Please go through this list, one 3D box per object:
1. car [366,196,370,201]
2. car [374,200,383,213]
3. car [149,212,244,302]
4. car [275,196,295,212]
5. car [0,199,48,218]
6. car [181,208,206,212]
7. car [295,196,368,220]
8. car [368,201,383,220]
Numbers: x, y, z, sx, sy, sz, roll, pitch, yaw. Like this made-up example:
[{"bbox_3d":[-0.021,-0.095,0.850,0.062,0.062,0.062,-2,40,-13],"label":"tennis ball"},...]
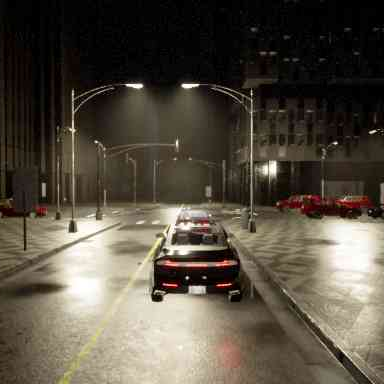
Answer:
[{"bbox_3d":[17.693,1.353,37.692,5.009,1.841,2.192,0,1,0],"label":"car"},{"bbox_3d":[23.334,1.633,37.720,4.313,1.339,1.947,0,1,0],"label":"car"},{"bbox_3d":[0.087,1.490,8.223,2.128,1.511,4.902,0,0,0],"label":"car"},{"bbox_3d":[12.050,1.325,37.666,5.009,1.841,2.192,0,1,0],"label":"car"},{"bbox_3d":[-14.963,1.567,29.021,4.507,1.381,1.887,0,1,0],"label":"car"},{"bbox_3d":[0.074,1.550,17.932,2.033,1.411,5.357,0,0,0],"label":"car"},{"bbox_3d":[12.078,1.463,29.142,5.009,1.841,2.192,0,1,0],"label":"car"},{"bbox_3d":[17.721,1.742,29.171,4.313,1.339,1.947,0,1,0],"label":"car"}]
